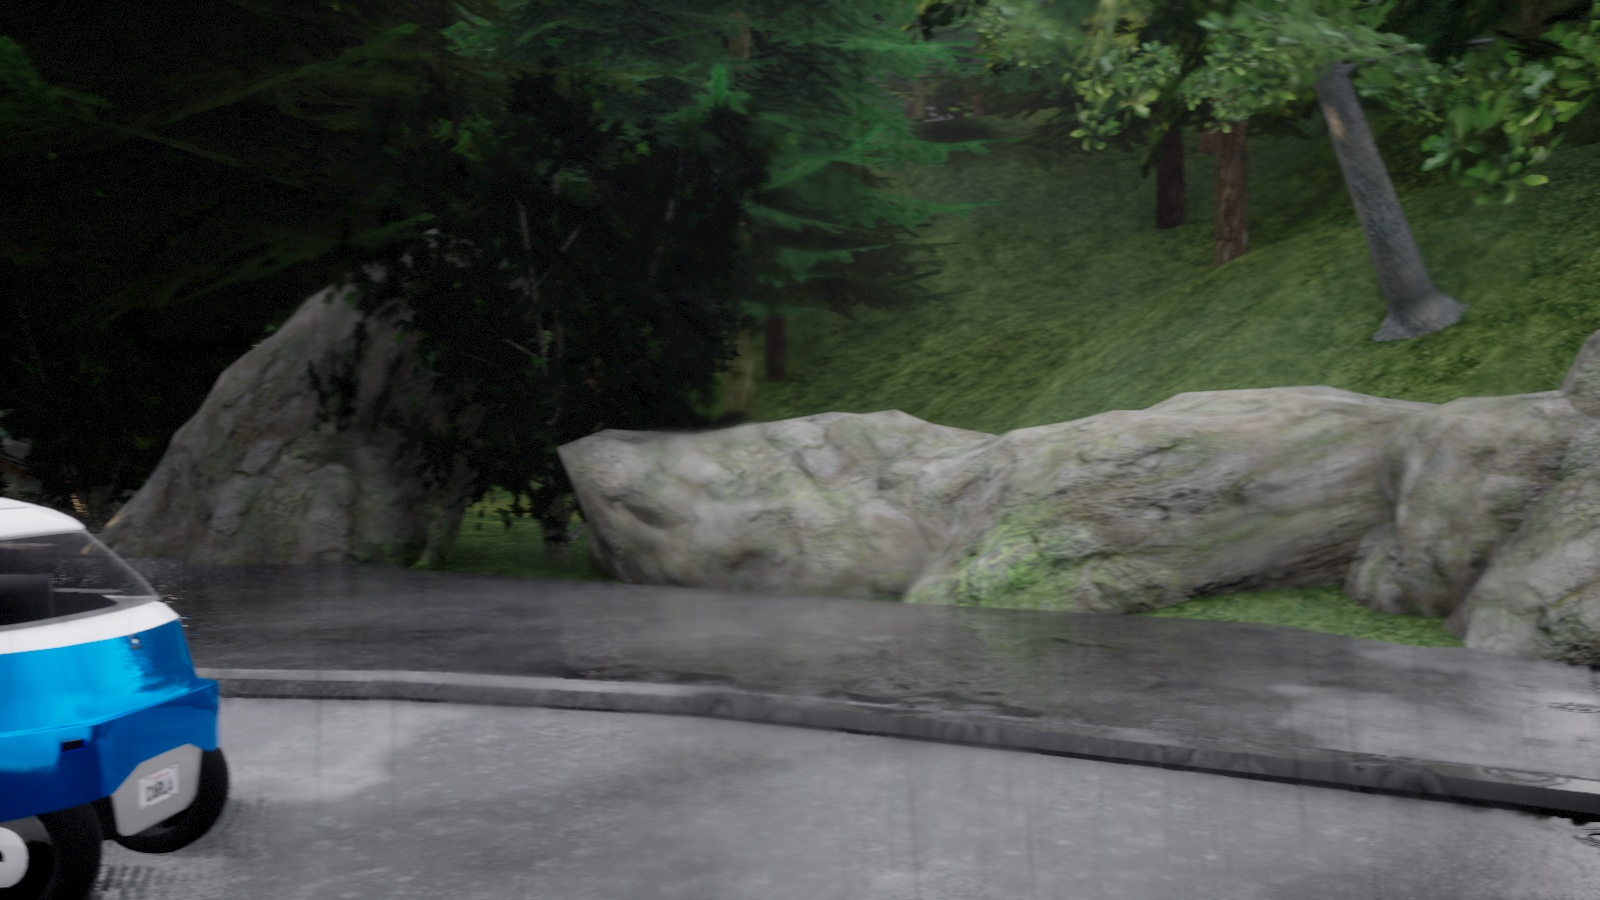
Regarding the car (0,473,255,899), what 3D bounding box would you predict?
[{"bbox_3d":[-3.367,0.791,4.420,2.207,1.376,1.481,1,1,6],"label":"car"}]
